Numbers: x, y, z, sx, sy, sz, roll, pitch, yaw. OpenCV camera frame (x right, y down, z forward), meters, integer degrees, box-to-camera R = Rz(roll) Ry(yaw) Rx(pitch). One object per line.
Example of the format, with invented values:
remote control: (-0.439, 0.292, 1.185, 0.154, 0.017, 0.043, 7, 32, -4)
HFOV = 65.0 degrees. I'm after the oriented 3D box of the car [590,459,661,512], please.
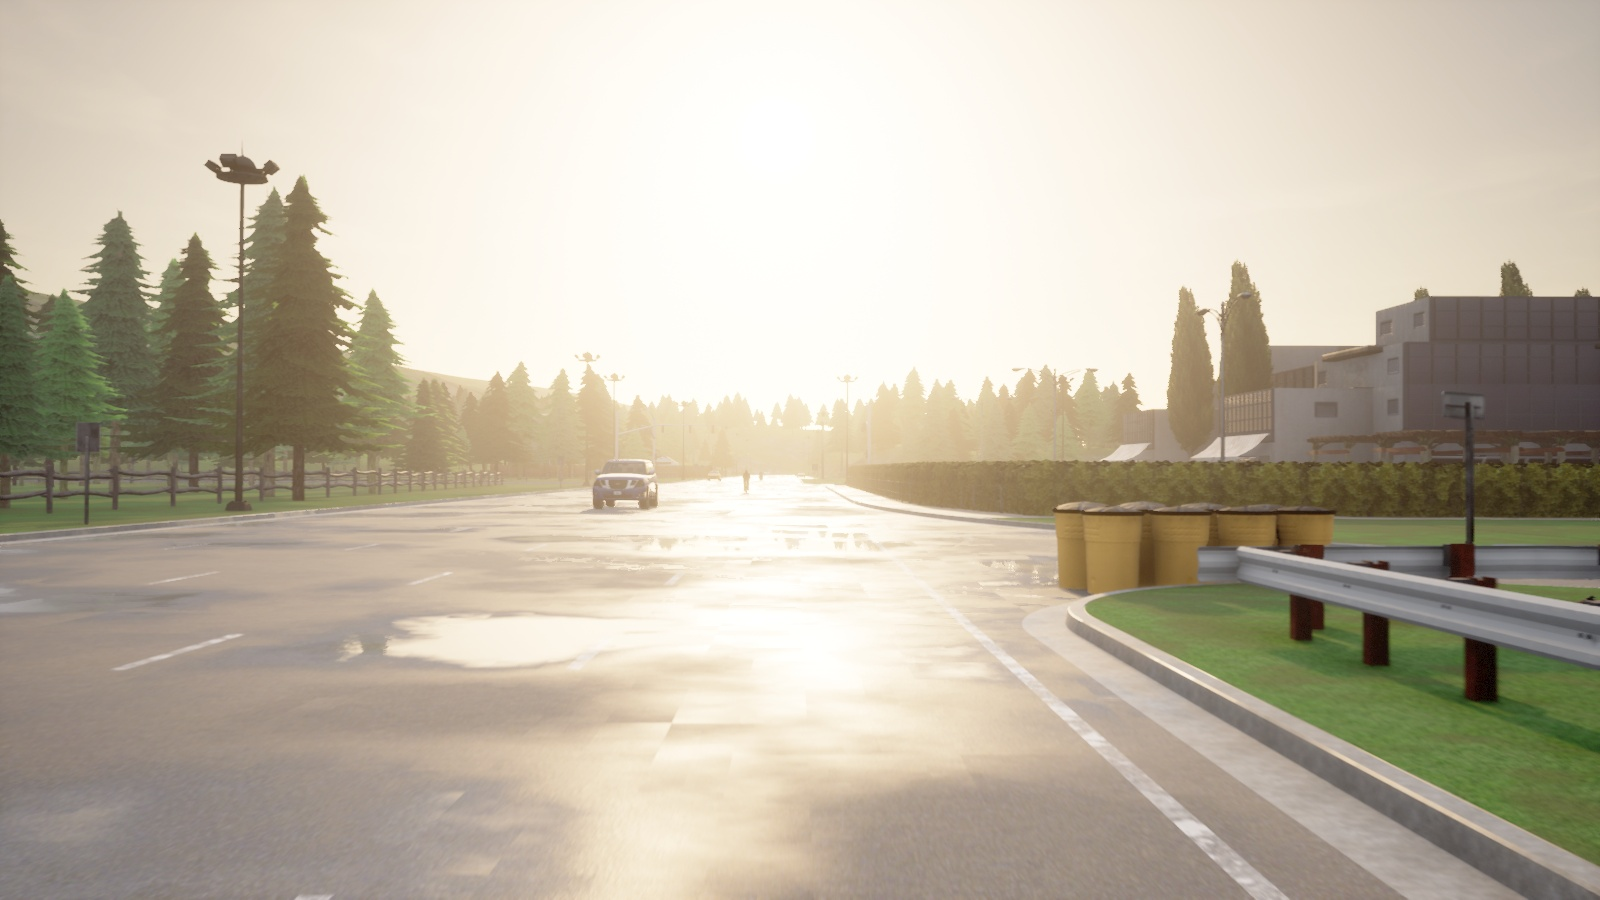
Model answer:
car: (-7.121, 1.428, 51.718, 2.150, 2.045, 5.566, 0, -1, 0)
